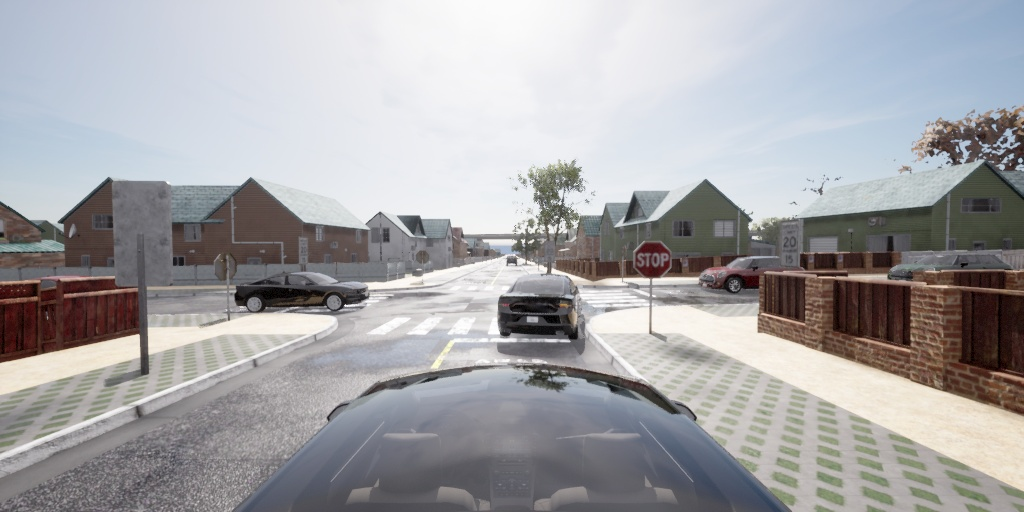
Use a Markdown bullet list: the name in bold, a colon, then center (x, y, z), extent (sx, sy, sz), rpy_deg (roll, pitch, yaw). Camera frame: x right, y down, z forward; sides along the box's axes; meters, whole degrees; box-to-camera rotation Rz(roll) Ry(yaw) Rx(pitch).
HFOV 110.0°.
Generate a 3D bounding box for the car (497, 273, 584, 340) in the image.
- **car**: center (0.955, 1.224, 10.169), extent (1.882, 1.535, 5.008), rpy_deg (0, 0, 12)

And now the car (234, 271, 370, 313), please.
- **car**: center (-8.473, 1.377, 14.692), extent (5.008, 1.535, 1.882), rpy_deg (-1, 2, 0)

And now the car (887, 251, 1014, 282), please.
- **car**: center (21.696, 0.645, 17.857), extent (4.553, 1.767, 2.097), rpy_deg (-1, 2, 0)

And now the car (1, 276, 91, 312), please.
- **car**: center (-18.025, 1.547, 14.627), extent (5.008, 1.535, 1.882), rpy_deg (-1, 2, 0)

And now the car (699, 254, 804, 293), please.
- **car**: center (11.801, 0.820, 17.782), extent (4.553, 1.767, 2.097), rpy_deg (-1, 2, 0)
